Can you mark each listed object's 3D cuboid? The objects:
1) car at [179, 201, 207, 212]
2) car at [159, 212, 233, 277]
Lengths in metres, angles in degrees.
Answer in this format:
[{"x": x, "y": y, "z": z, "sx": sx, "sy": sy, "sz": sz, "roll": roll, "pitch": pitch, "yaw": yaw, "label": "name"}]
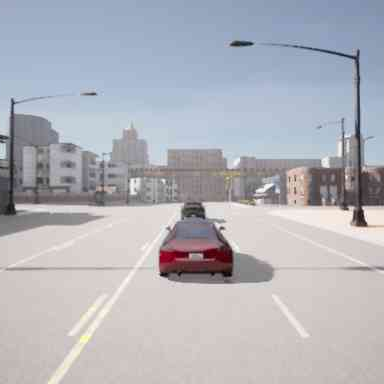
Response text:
[{"x": 0.099, "y": 1.438, "z": 25.777, "sx": 1.837, "sy": 1.490, "sz": 4.892, "roll": 0, "pitch": 0, "yaw": 0, "label": "car"}, {"x": 0.099, "y": 1.532, "z": 10.200, "sx": 1.994, "sy": 1.385, "sz": 4.181, "roll": 0, "pitch": 0, "yaw": 0, "label": "car"}]
